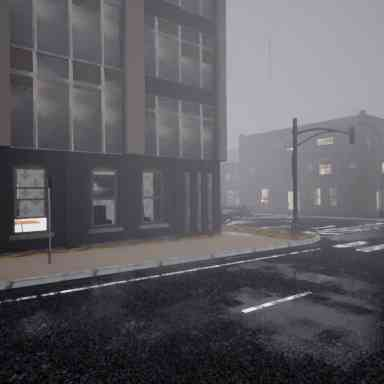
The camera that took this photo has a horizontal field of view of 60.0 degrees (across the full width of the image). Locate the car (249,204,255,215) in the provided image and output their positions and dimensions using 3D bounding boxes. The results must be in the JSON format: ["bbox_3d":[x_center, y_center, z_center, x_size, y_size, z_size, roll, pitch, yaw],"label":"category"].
[{"bbox_3d":[5.246,1.920,38.098,2.008,1.369,4.403,-2,0,-37],"label":"car"}]

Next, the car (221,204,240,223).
[{"bbox_3d":[1.619,1.935,28.506,1.947,1.339,4.313,-2,0,-37],"label":"car"}]

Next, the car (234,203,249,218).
[{"bbox_3d":[2.530,1.922,31.853,2.033,1.411,5.357,-1,0,-37],"label":"car"}]
